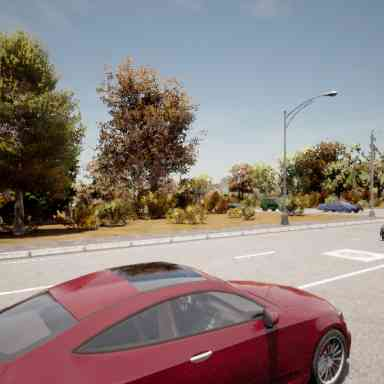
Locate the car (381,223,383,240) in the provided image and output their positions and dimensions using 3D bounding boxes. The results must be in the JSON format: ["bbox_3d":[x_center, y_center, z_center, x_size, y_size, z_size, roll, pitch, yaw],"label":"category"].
[{"bbox_3d":[7.833,1.235,9.277,5.566,2.045,2.150,0,0,-35],"label":"car"}]

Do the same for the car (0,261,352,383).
[{"bbox_3d":[-0.202,1.526,3.600,4.674,1.442,1.812,0,0,-35],"label":"car"}]

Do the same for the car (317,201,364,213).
[{"bbox_3d":[18.038,1.815,40.678,2.033,1.411,5.357,0,-2,-32],"label":"car"}]

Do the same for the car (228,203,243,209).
[{"bbox_3d":[7.240,2.656,57.952,2.128,1.511,4.902,0,-3,-32],"label":"car"}]

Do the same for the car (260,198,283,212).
[{"bbox_3d":[12.581,1.871,49.399,2.150,2.045,5.566,0,-3,-32],"label":"car"}]
